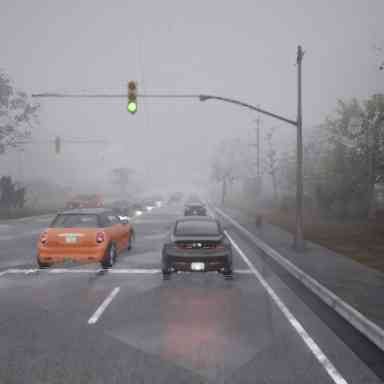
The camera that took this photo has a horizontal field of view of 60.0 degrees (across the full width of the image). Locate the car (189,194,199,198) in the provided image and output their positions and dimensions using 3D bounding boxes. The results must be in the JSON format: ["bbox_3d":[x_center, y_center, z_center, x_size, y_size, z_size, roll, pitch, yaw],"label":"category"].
[{"bbox_3d":[0.374,1.032,61.542,2.033,1.411,5.357,0,3,0],"label":"car"}]

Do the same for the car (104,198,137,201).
[{"bbox_3d":[-6.921,1.543,32.100,1.994,1.385,4.181,0,0,0],"label":"car"}]

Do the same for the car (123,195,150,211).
[{"bbox_3d":[-6.850,1.451,41.141,1.882,1.535,5.008,0,0,0],"label":"car"}]

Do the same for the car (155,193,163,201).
[{"bbox_3d":[-6.619,0.964,63.187,1.994,1.385,4.181,0,3,1],"label":"car"}]

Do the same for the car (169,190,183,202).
[{"bbox_3d":[-3.126,0.989,61.563,1.837,1.490,4.892,0,3,0],"label":"car"}]

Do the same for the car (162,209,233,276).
[{"bbox_3d":[0.146,1.499,10.266,1.837,1.490,4.892,0,0,0],"label":"car"}]

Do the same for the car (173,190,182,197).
[{"bbox_3d":[-3.057,0.296,71.982,1.812,1.442,4.674,0,3,0],"label":"car"}]

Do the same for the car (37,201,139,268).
[{"bbox_3d":[-3.347,1.344,11.357,2.097,1.767,4.553,0,0,0],"label":"car"}]

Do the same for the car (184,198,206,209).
[{"bbox_3d":[0.254,1.507,29.919,1.812,1.442,4.674,0,0,0],"label":"car"}]

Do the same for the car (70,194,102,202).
[{"bbox_3d":[-10.416,1.201,32.557,2.150,2.045,5.566,0,0,0],"label":"car"}]

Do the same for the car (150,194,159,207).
[{"bbox_3d":[-6.735,1.473,51.069,1.994,1.385,4.181,0,1,2],"label":"car"}]

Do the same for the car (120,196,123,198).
[{"bbox_3d":[-10.340,1.498,42.295,1.812,1.442,4.674,0,0,1],"label":"car"}]
